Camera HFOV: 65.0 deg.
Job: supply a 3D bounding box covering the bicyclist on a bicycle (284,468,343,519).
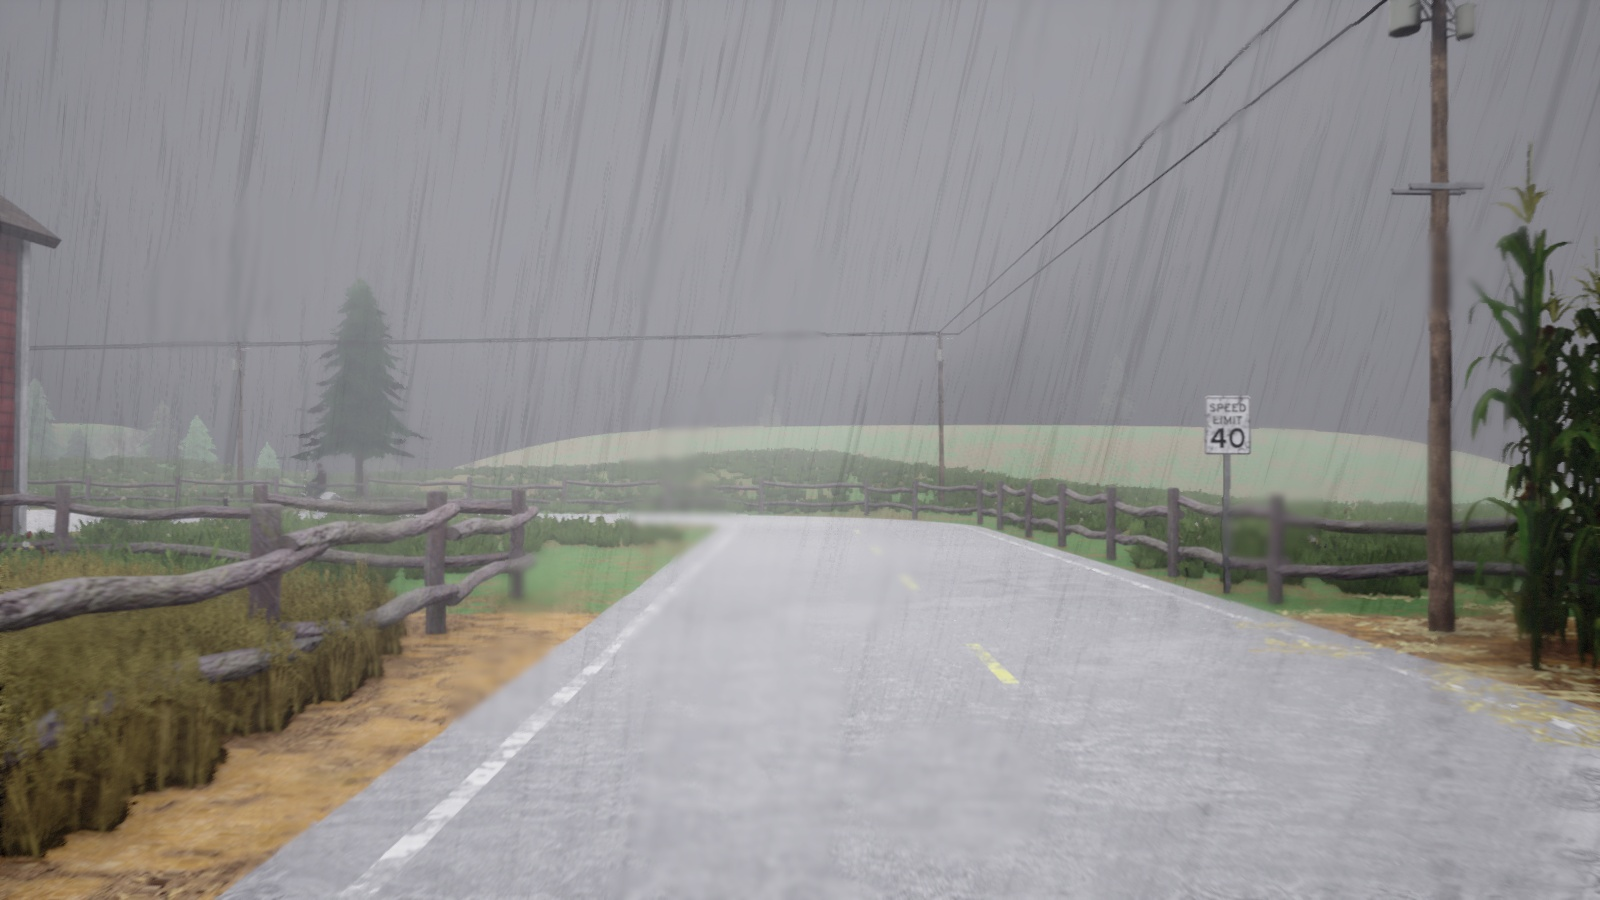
[{"bbox_3d":[-17.081,1.505,44.098,1.843,1.776,0.659,0,-1,5],"label":"bicyclist on a bicycle"}]
